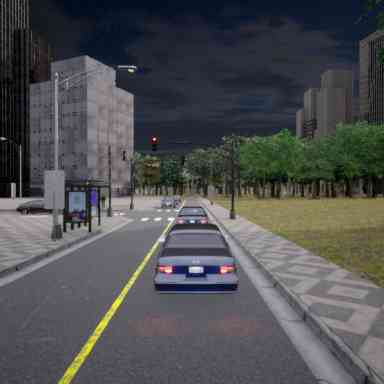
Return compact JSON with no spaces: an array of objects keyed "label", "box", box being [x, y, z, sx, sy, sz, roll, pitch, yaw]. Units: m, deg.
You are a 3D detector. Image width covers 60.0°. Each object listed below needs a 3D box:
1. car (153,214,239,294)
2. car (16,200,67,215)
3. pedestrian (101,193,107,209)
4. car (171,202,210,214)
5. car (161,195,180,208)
[{"label":"car","box":[0.080,1.545,8.918,2.033,1.411,5.357,0,0,0]},{"label":"car","box":[-14.397,1.477,31.991,4.674,1.442,1.812,0,1,2]},{"label":"pedestrian","box":[-10.141,1.050,38.105,0.375,1.860,0.375,0,0,1]},{"label":"car","box":[0.049,1.538,19.253,2.033,1.411,5.357,0,0,1]},{"label":"car","box":[-3.166,1.445,46.094,2.128,1.511,4.902,0,0,0]}]
